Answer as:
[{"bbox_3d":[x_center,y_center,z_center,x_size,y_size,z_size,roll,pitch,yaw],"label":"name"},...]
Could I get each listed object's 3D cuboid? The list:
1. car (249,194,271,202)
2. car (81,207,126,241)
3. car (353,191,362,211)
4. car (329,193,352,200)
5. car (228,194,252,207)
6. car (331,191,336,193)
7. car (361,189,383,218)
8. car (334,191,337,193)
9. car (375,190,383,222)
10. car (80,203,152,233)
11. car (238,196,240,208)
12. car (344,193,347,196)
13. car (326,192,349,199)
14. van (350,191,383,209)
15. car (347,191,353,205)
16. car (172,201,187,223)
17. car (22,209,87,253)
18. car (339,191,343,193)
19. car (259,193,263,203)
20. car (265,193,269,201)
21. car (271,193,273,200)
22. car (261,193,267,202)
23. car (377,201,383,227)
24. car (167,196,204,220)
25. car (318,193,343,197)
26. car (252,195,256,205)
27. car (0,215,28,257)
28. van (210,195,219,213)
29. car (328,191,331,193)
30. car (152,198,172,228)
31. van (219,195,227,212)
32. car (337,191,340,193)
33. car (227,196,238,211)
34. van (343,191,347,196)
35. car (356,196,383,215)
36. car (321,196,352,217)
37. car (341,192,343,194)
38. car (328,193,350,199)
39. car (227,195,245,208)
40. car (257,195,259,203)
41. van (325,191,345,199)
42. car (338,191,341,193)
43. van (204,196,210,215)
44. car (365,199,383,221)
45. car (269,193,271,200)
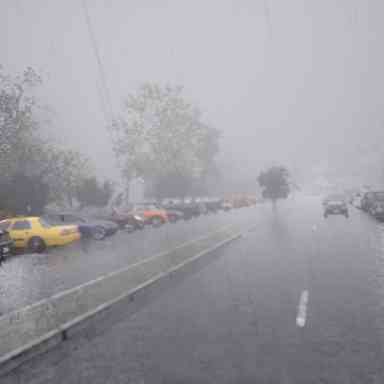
[{"bbox_3d":[16.250,1.337,79.470,4.553,1.767,2.185,-2,0,-2],"label":"car"},{"bbox_3d":[-6.280,1.794,17.702,4.792,1.488,2.163,-2,-1,1],"label":"car"},{"bbox_3d":[16.891,0.957,27.484,5.566,2.045,2.435,-1,0,1],"label":"car"},{"bbox_3d":[35.096,0.986,78.597,4.674,1.452,2.002,-1,0,-3],"label":"car"},{"bbox_3d":[5.430,1.349,48.689,5.566,2.045,2.435,-2,0,1],"label":"car"},{"bbox_3d":[31.418,0.995,67.085,5.008,1.535,2.097,-1,0,-2],"label":"car"},{"bbox_3d":[14.696,0.988,21.856,5.566,2.045,2.435,-1,0,1],"label":"car"},{"bbox_3d":[29.464,1.023,61.372,5.008,1.535,2.097,-1,0,-1],"label":"car"},{"bbox_3d":[12.553,1.020,16.237,5.566,2.045,2.435,-1,0,1],"label":"car"},{"bbox_3d":[-5.137,1.624,20.871,4.553,1.767,2.185,-2,-1,1],"label":"car"},{"bbox_3d":[3.330,1.660,43.122,4.792,1.488,2.163,-2,0,1],"label":"car"},{"bbox_3d":[22.243,1.160,41.534,4.792,1.488,2.163,-1,0,1],"label":"car"},{"bbox_3d":[36.838,0.925,84.383,4.892,1.521,2.231,-1,0,-4],"label":"car"},{"bbox_3d":[21.024,0.922,38.712,4.442,1.987,1.878,-1,0,1],"label":"van"},{"bbox_3d":[19.029,0.926,33.099,5.566,2.045,2.435,-1,0,1],"label":"car"},{"bbox_3d":[-2.983,1.758,26.433,4.674,1.452,2.002,-2,-1,1],"label":"car"},{"bbox_3d":[-7.704,1.786,14.526,5.366,1.575,1.946,-2,0,1],"label":"car"},{"bbox_3d":[25.396,1.083,49.991,5.008,1.535,2.097,-1,0,0],"label":"car"},{"bbox_3d":[9.595,1.544,59.824,5.008,1.535,2.097,-2,0,0],"label":"car"},{"bbox_3d":[12.565,1.535,68.220,4.792,1.488,2.163,-2,-1,-1],"label":"car"},{"bbox_3d":[15.140,1.478,76.639,5.366,1.575,1.946,-2,0,-2],"label":"car"},{"bbox_3d":[11.534,1.549,65.409,4.792,1.488,2.163,-2,0,-1],"label":"car"},{"bbox_3d":[13.628,1.285,19.049,4.792,1.488,2.163,-1,0,1],"label":"car"},{"bbox_3d":[-1.963,1.453,29.212,5.566,2.045,2.435,-2,0,1],"label":"car"},{"bbox_3d":[17.002,1.268,40.991,2.128,1.511,4.902,-2,0,21],"label":"car"},{"bbox_3d":[6.699,1.575,51.475,5.366,1.575,1.946,-2,-1,1],"label":"car"},{"bbox_3d":[-8.723,1.800,11.356,4.892,1.521,2.231,-2,0,1],"label":"car"},{"bbox_3d":[0.297,1.443,34.781,4.442,1.987,1.878,-2,-1,1],"label":"van"},{"bbox_3d":[32.327,0.731,69.951,5.566,2.045,2.435,-1,0,-2],"label":"car"},{"bbox_3d":[-4.015,1.606,23.644,4.553,1.767,2.185,-2,0,1],"label":"car"},{"bbox_3d":[1.353,1.429,37.566,4.442,1.987,1.878,-2,-1,1],"label":"van"},{"bbox_3d":[27.431,0.928,55.676,4.553,1.767,2.185,-1,0,-1],"label":"car"},{"bbox_3d":[2.489,1.634,40.343,5.366,1.575,1.946,-2,-1,1],"label":"car"},{"bbox_3d":[23.157,0.891,44.347,4.442,1.987,1.878,-1,0,1],"label":"van"},{"bbox_3d":[17.938,1.193,30.285,5.008,1.535,2.097,-1,0,1],"label":"car"},{"bbox_3d":[12.303,1.369,28.605,1.812,1.442,4.674,-2,0,21],"label":"car"},{"bbox_3d":[24.522,1.094,47.175,5.366,1.575,1.946,-1,0,0],"label":"car"},{"bbox_3d":[35.967,0.974,81.493,4.674,1.452,2.002,-1,0,-4],"label":"car"},{"bbox_3d":[4.445,1.643,45.911,4.792,1.488,2.163,-2,-1,1],"label":"car"},{"bbox_3d":[8.601,1.431,57.040,4.553,1.767,2.185,-2,0,0],"label":"car"},{"bbox_3d":[37.556,0.689,87.275,4.442,1.987,1.878,-1,0,-4],"label":"van"},{"bbox_3d":[26.416,1.069,52.833,4.892,1.521,2.231,-1,0,0],"label":"car"},{"bbox_3d":[-0.758,1.458,31.997,4.442,1.987,1.878,-2,-1,1],"label":"van"},{"bbox_3d":[15.768,1.254,24.668,4.792,1.488,2.163,-1,0,1],"label":"car"},{"bbox_3d":[13.486,1.494,71.018,5.008,1.535,2.097,-2,0,-1],"label":"car"}]
